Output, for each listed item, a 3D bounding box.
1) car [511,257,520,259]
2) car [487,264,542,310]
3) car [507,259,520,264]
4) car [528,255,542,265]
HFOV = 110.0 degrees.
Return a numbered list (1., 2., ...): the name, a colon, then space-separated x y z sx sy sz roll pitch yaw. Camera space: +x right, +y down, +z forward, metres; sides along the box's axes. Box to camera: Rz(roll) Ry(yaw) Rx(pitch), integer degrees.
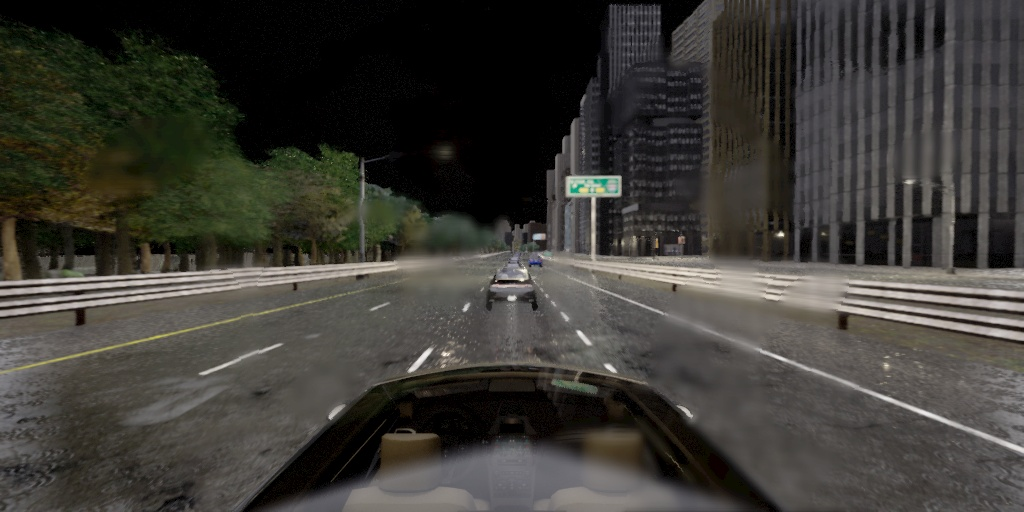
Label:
1. car: 0.271 1.247 53.273 1.994 1.385 4.181 0 0 1
2. car: 0.016 1.247 14.794 2.128 1.511 4.902 0 0 0
3. car: 0.109 1.301 34.772 1.994 1.385 4.181 0 0 0
4. car: 3.960 0.866 60.974 2.150 2.045 5.566 0 1 1
